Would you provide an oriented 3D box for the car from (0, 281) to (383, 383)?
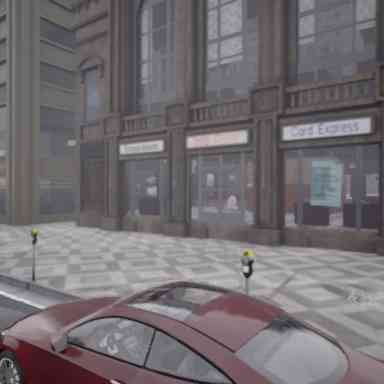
[{"bbox_3d":[-0.285,1.594,3.273,4.206,1.307,1.802,0,0,36],"label":"car"}]
